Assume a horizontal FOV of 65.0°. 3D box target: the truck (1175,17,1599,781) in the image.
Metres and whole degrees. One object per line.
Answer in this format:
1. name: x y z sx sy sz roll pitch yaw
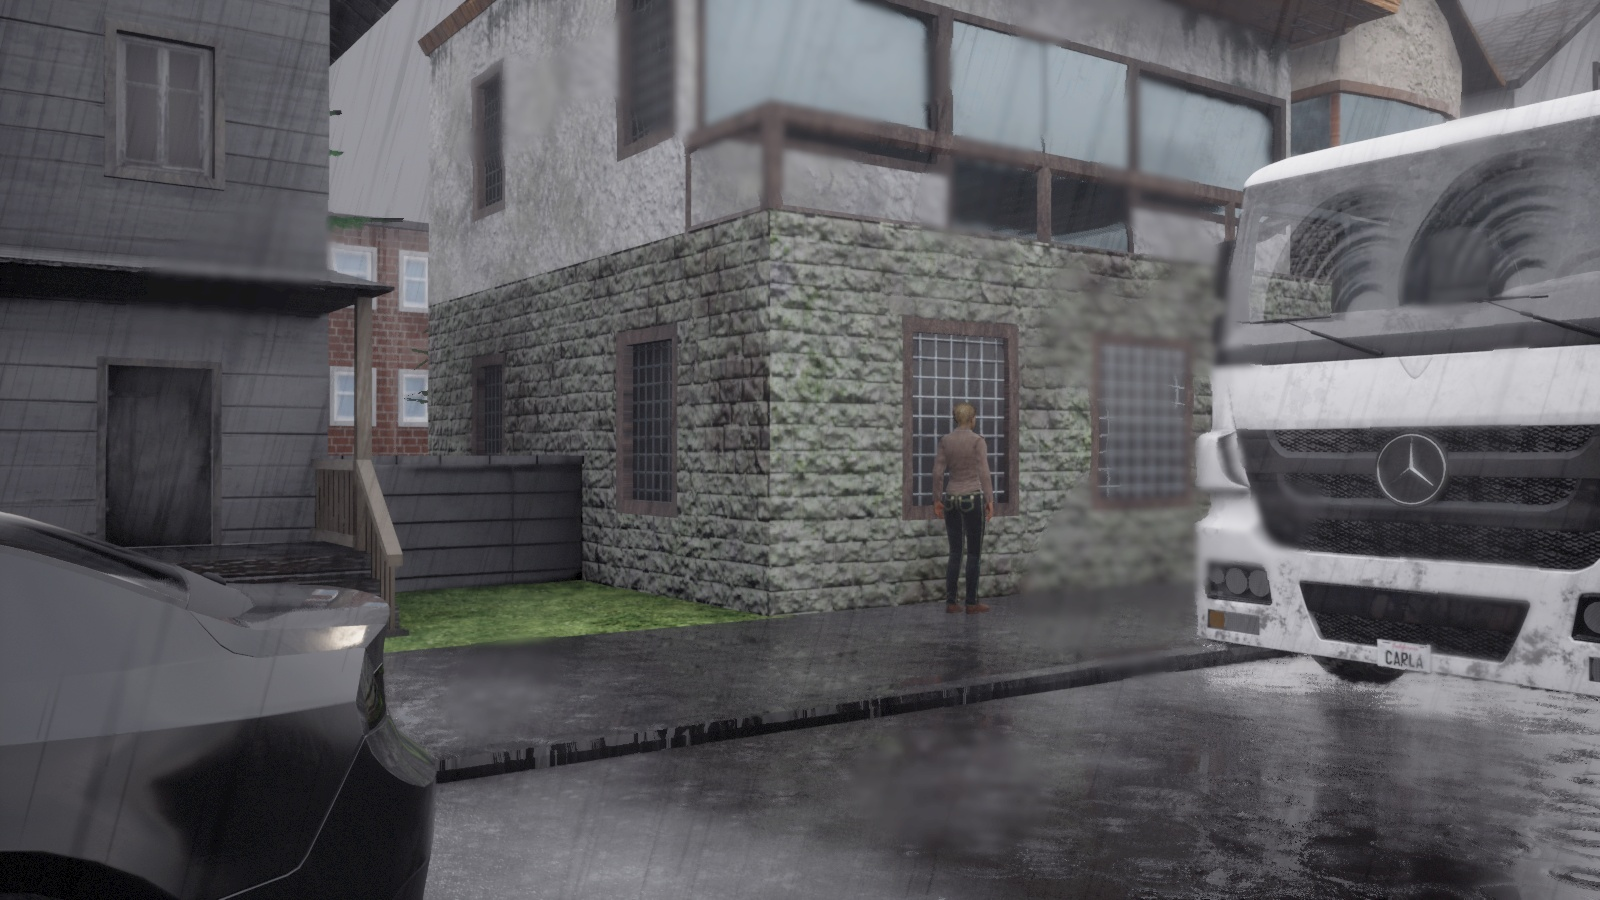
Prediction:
1. truck: 6.363 -0.229 8.700 7.936 3.462 2.891 0 0 -35

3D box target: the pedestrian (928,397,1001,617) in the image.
1. pedestrian: 1.429 0.478 10.885 0.331 1.846 0.634 0 0 39

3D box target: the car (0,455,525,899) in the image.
1. car: -3.131 0.761 2.090 4.892 1.490 1.837 0 0 -35
